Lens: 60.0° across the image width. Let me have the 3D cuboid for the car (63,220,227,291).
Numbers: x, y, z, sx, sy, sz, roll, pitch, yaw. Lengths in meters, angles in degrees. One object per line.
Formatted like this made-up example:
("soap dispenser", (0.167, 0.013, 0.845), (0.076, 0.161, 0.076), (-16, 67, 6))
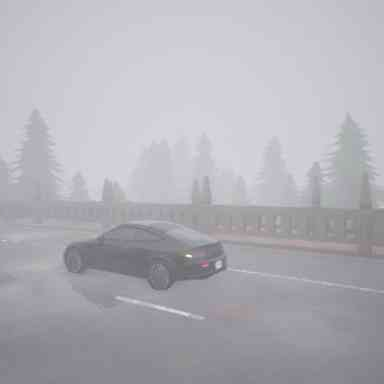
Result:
("car", (-1.347, 1.473, 8.773), (4.674, 1.442, 1.812), (0, 0, 32))
